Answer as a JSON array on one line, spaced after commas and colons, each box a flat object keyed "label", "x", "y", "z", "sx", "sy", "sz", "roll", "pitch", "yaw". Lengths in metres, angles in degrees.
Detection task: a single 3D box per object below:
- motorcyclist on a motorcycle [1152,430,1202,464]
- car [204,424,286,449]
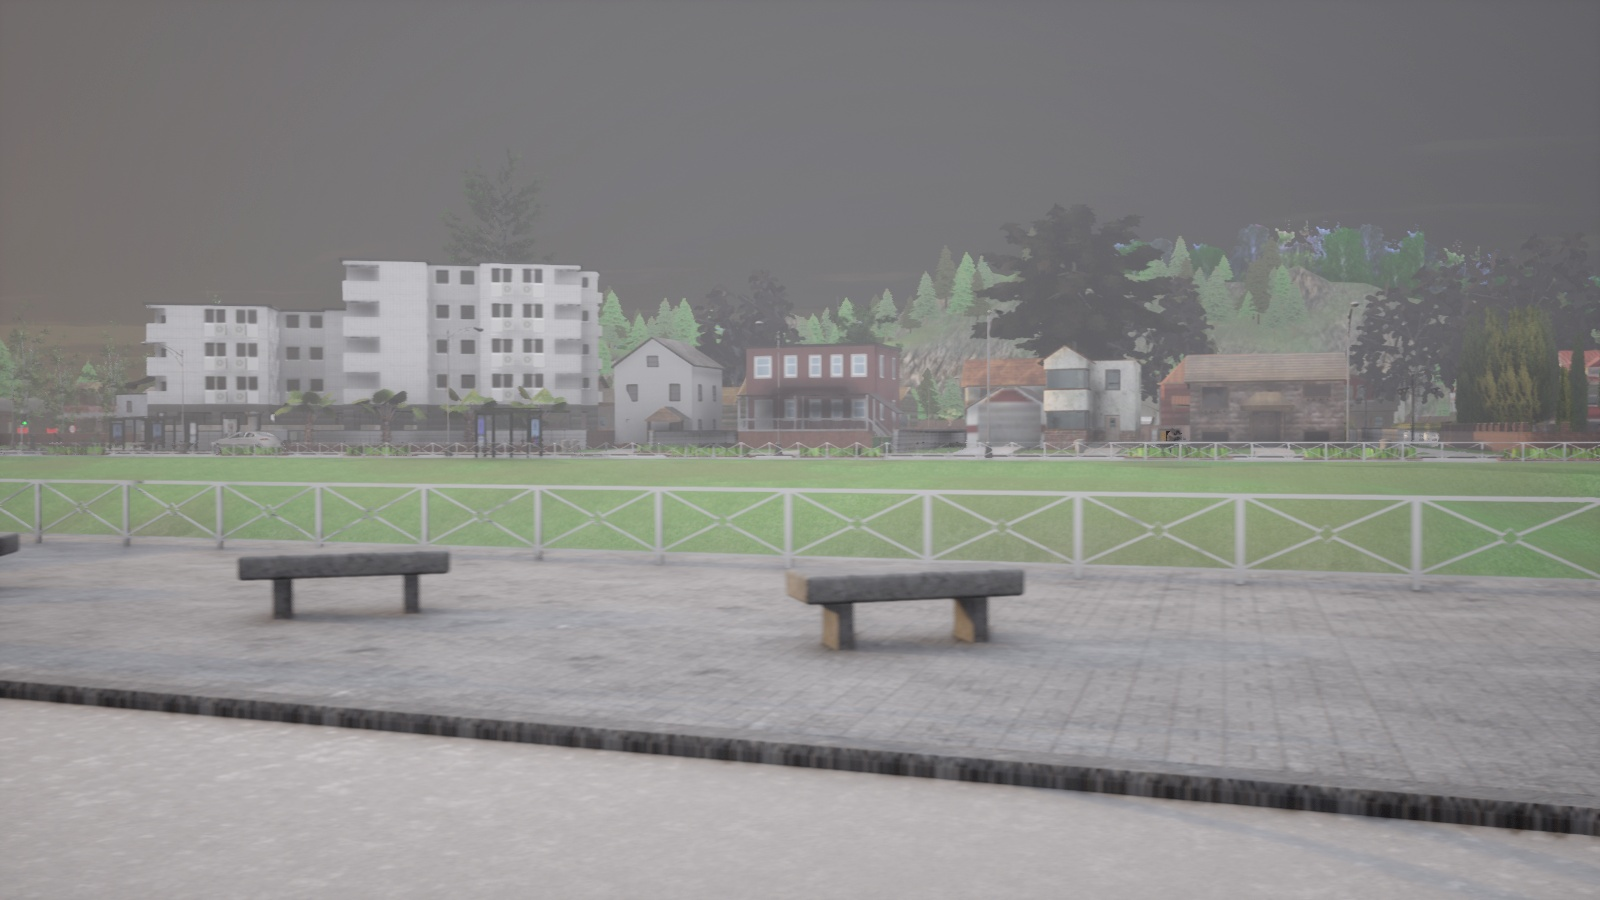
[{"label": "motorcyclist on a motorcycle", "x": 18.750, "y": -0.153, "z": 62.497, "sx": 2.350, "sy": 1.649, "sz": 0.766, "roll": 1, "pitch": 1, "yaw": 19}, {"label": "car", "x": -37.900, "y": -0.911, "z": 85.788, "sx": 5.027, "sy": 1.651, "sz": 2.152, "roll": 1, "pitch": 1, "yaw": 19}]
